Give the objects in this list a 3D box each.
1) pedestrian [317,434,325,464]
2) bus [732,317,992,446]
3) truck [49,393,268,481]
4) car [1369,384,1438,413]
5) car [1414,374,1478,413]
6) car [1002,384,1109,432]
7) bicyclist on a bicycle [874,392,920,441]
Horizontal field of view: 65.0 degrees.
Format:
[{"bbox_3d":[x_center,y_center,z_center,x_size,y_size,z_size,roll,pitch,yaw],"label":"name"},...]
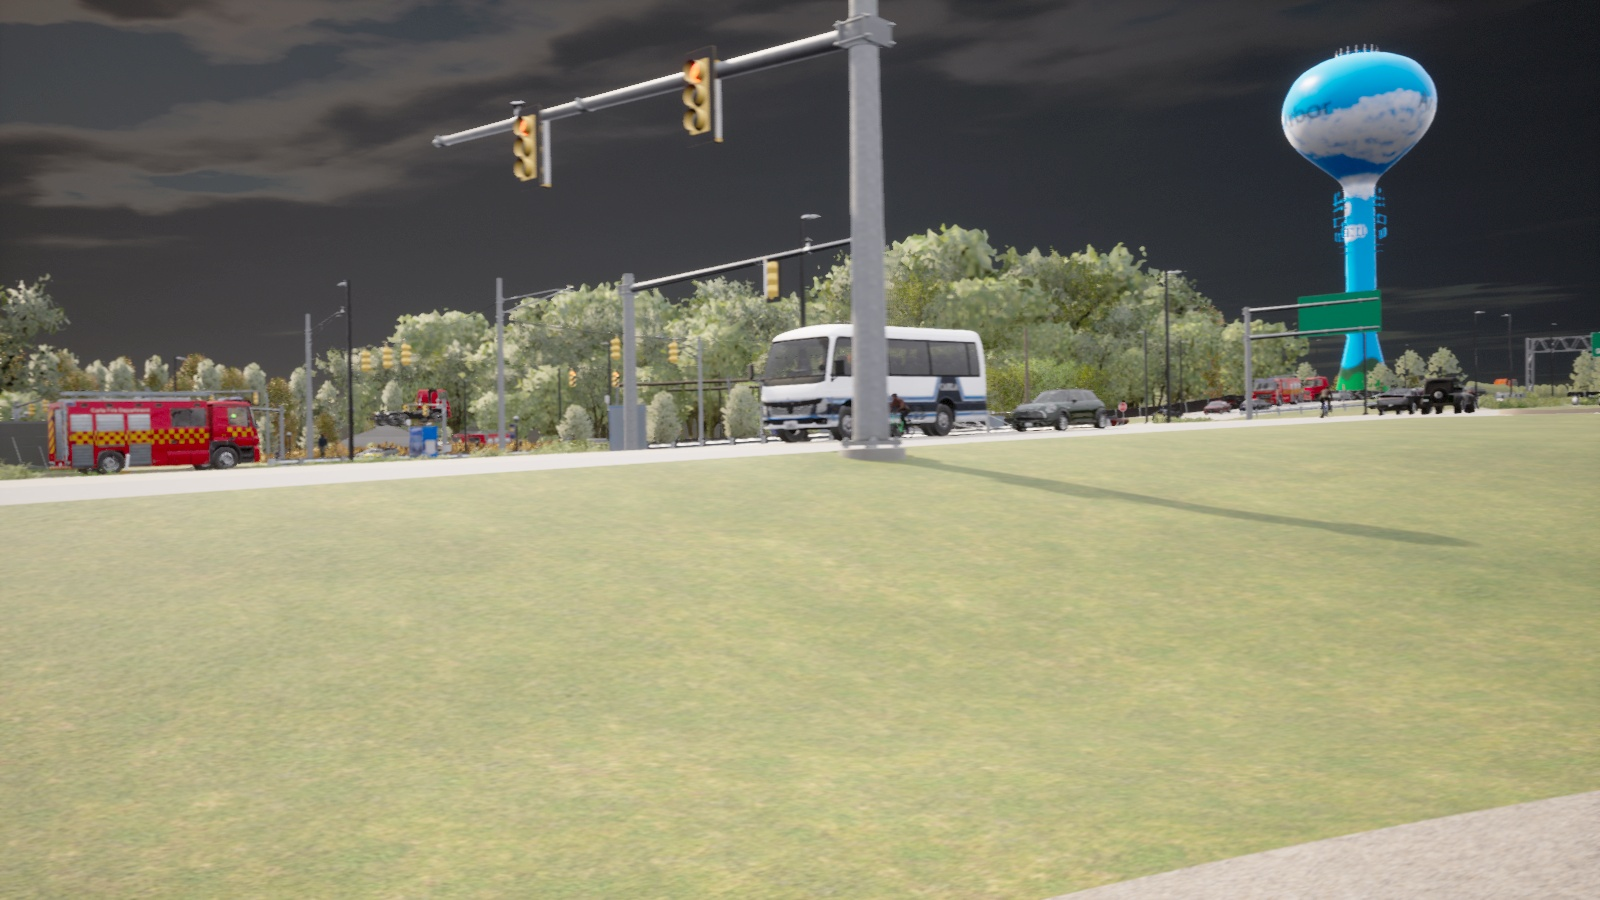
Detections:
[{"bbox_3d":[-29.527,-0.080,77.412,0.370,1.835,0.726,-1,0,-21],"label":"pedestrian"},{"bbox_3d":[2.584,-2.531,47.303,3.944,4.253,10.273,-1,1,43],"label":"bus"},{"bbox_3d":[-29.615,-0.675,58.317,2.891,3.827,8.468,-1,1,43],"label":"truck"},{"bbox_3d":[34.093,-2.900,70.892,2.128,1.511,4.902,-1,1,43],"label":"car"},{"bbox_3d":[33.522,-2.949,65.141,1.905,1.878,3.866,-1,1,43],"label":"car"},{"bbox_3d":[10.306,-1.695,50.438,2.097,1.767,4.553,-1,2,43],"label":"car"},{"bbox_3d":[3.327,-1.146,42.927,0.582,1.620,1.656,-1,2,43],"label":"bicyclist on a bicycle"}]
